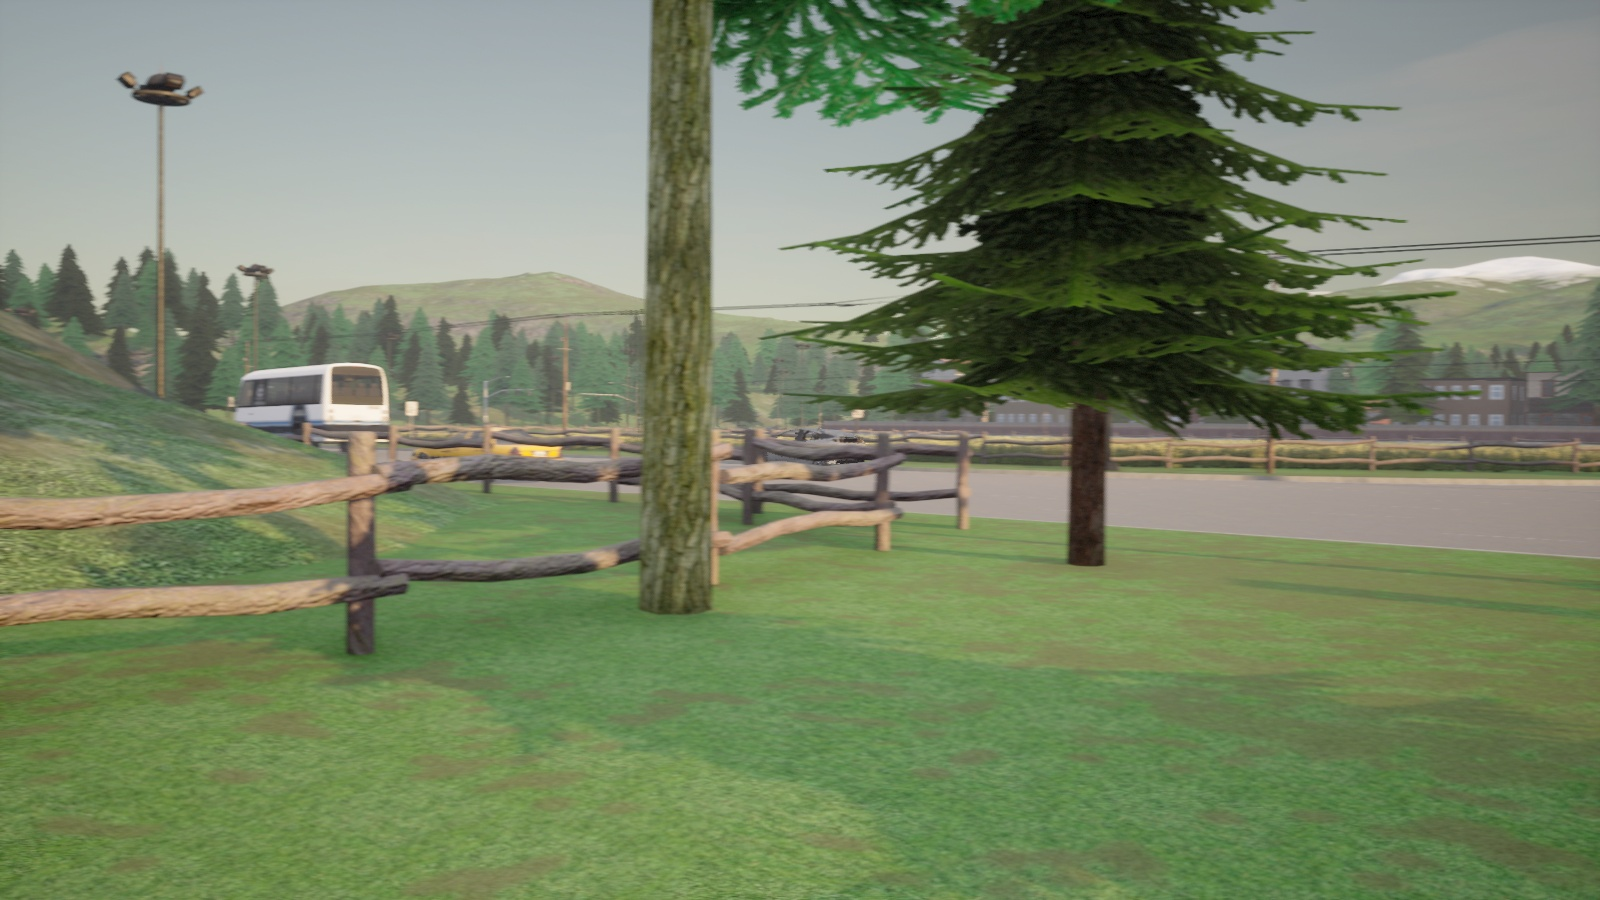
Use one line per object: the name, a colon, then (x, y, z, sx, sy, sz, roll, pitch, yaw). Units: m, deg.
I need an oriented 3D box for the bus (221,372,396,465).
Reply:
bus: (-24.847, -1.459, 63.108, 10.273, 4.253, 3.944, -1, 0, 42)

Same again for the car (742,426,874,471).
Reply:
car: (0.247, -0.068, 45.127, 4.514, 1.525, 2.007, 0, 1, 42)

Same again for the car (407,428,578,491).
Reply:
car: (-8.425, 0.209, 34.096, 5.366, 1.575, 1.801, 0, 1, 42)
